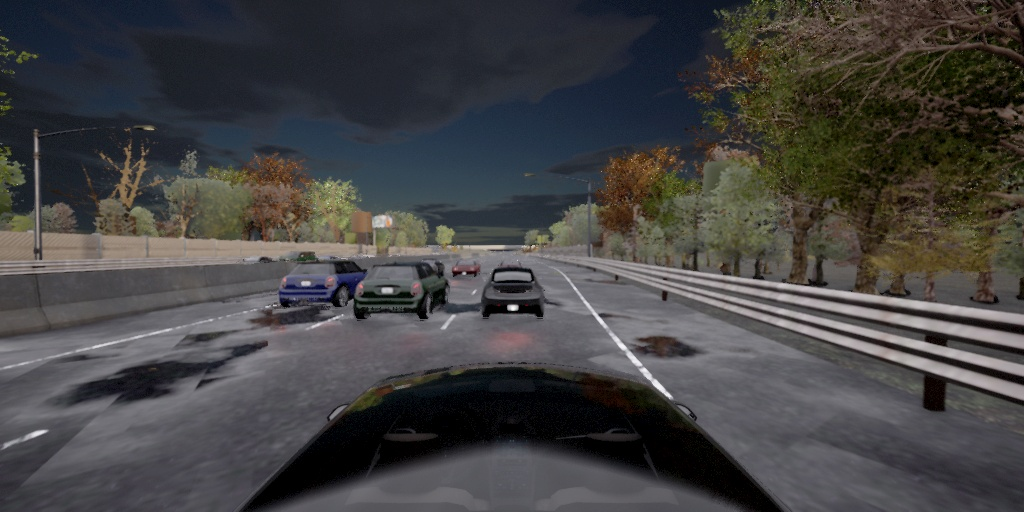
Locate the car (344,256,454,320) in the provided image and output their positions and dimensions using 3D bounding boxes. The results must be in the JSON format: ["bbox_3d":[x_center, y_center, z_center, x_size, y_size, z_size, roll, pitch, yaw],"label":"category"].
[{"bbox_3d":[-3.484,0.958,12.118,2.097,1.767,4.553,0,1,0],"label":"car"}]

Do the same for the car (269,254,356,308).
[{"bbox_3d":[-6.995,0.929,14.275,2.097,1.767,4.553,0,1,0],"label":"car"}]

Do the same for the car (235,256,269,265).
[{"bbox_3d":[-28.271,0.772,39.666,1.812,1.442,4.674,0,1,-1],"label":"car"}]

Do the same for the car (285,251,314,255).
[{"bbox_3d":[-24.860,0.446,41.432,2.150,2.045,5.566,0,0,0],"label":"car"}]

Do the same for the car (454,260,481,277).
[{"bbox_3d":[-3.595,0.977,29.061,1.895,1.301,4.718,0,1,0],"label":"car"}]

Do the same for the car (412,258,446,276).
[{"bbox_3d":[-7.109,0.914,31.153,1.994,1.385,4.181,0,1,0],"label":"car"}]

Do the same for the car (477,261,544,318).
[{"bbox_3d":[0.017,1.110,12.194,1.837,1.490,4.892,0,1,0],"label":"car"}]
